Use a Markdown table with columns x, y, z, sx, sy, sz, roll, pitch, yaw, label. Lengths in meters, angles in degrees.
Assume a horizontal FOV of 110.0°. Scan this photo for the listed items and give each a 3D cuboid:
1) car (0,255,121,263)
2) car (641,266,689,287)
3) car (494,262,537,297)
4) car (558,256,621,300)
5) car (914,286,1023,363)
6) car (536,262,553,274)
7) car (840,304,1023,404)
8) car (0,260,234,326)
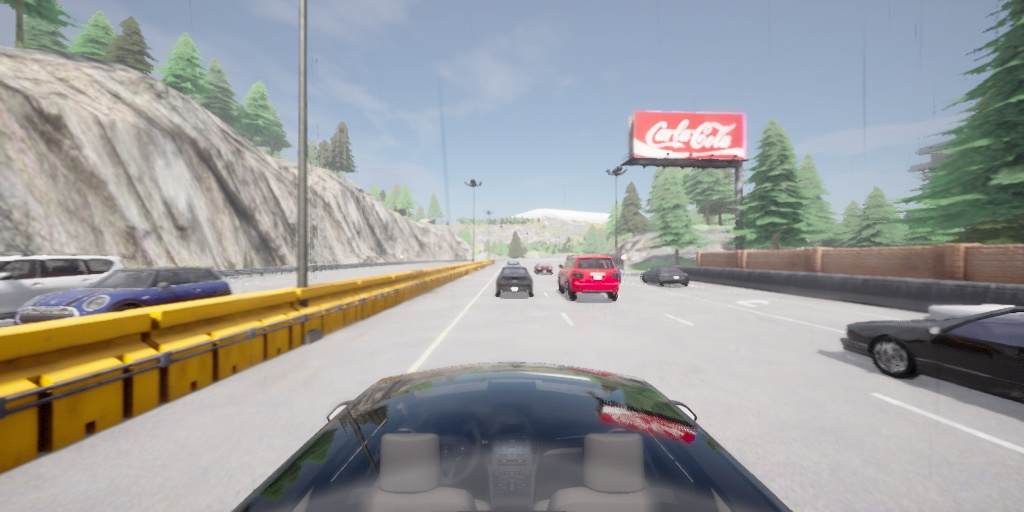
| x | y | z | sx | sy | sz | roll | pitch | yaw | label |
| --- | --- | --- | --- | --- | --- | --- | --- | --- | --- |
| -14.077 | 0.974 | 9.975 | 2.150 | 2.045 | 5.566 | 0 | 0 | 0 | car |
| 10.631 | 1.350 | 25.207 | 1.994 | 1.385 | 4.181 | 0 | 0 | 0 | car |
| 0.126 | 1.279 | 19.238 | 1.837 | 1.490 | 4.892 | 0 | 0 | 0 | car |
| 3.625 | 0.996 | 17.825 | 2.150 | 2.045 | 5.566 | 0 | 0 | 0 | car |
| 10.612 | 1.363 | 6.260 | 1.895 | 1.301 | 4.718 | 0 | 0 | 0 | car |
| 3.640 | 1.405 | 42.249 | 1.895 | 1.301 | 4.718 | 0 | 0 | 0 | car |
| 7.101 | 1.305 | 4.231 | 2.033 | 1.411 | 5.357 | 0 | 0 | 0 | car |
| -10.574 | 1.107 | 10.330 | 2.097 | 1.767 | 4.553 | 0 | 0 | 0 | car |
